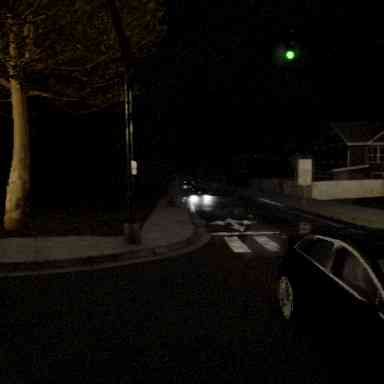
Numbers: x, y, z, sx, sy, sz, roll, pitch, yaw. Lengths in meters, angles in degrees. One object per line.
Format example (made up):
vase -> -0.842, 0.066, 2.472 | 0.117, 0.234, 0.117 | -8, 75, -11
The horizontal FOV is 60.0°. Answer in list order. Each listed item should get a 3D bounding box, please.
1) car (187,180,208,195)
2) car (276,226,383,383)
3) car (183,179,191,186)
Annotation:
car -> 0.737, -0.340, 38.873 | 1.895, 1.301, 4.718 | -1, 3, -3
car -> 2.331, 1.243, 3.582 | 2.128, 1.511, 4.902 | -1, 3, -2
car -> -0.886, -2.153, 72.109 | 1.882, 1.535, 5.008 | -1, 3, -3
